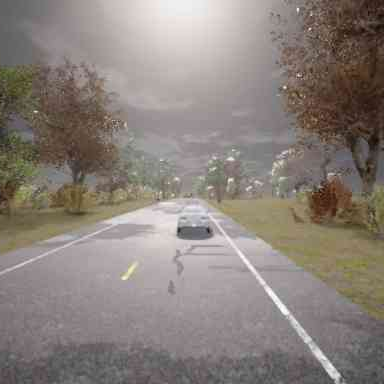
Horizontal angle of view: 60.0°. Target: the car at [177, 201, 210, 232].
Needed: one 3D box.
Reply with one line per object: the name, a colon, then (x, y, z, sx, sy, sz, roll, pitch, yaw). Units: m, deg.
car: (0.097, 1.518, 19.812, 1.812, 1.442, 4.674, 0, 0, 0)
